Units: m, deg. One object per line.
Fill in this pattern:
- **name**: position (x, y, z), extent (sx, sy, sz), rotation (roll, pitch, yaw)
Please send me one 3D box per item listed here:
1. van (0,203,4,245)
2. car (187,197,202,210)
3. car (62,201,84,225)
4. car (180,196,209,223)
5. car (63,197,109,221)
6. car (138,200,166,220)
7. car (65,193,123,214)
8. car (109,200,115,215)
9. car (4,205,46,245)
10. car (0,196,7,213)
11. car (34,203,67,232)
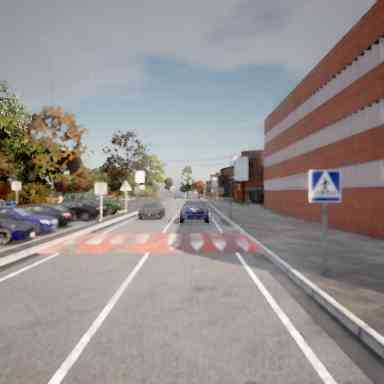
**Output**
- **van**: position (-9.514, 1.211, 11.768), extent (4.442, 1.987, 1.878), rotation (0, 0, 0)
- **car**: position (0.310, 1.466, 42.957), extent (1.837, 1.490, 4.892), rotation (0, 0, 1)
- **car**: position (-9.425, 1.462, 20.247), extent (4.674, 1.452, 2.002), rotation (0, 0, 0)
- **car**: position (0.181, 1.342, 25.670), extent (2.097, 1.767, 4.553), rotation (0, 0, 0)
- **car**: position (-9.443, 1.409, 25.897), extent (5.008, 1.535, 2.097), rotation (0, 0, 0)
- **car**: position (-3.255, 1.493, 27.601), extent (1.837, 1.490, 4.892), rotation (0, 0, 0)
- **car**: position (-9.440, 1.141, 31.549), extent (5.566, 2.045, 2.435), rotation (0, 0, 0)
- **car**: position (-9.456, 1.441, 28.725), extent (4.674, 1.452, 2.002), rotation (0, 0, 0)
- **car**: position (-9.378, 1.461, 14.595), extent (4.792, 1.488, 2.163), rotation (0, 0, 0)
- **car**: position (-21.988, 1.250, 34.247), extent (4.553, 1.767, 2.185), rotation (0, -1, 0)
- **car**: position (-9.421, 1.467, 17.421), extent (4.674, 1.452, 2.002), rotation (0, 0, 0)
